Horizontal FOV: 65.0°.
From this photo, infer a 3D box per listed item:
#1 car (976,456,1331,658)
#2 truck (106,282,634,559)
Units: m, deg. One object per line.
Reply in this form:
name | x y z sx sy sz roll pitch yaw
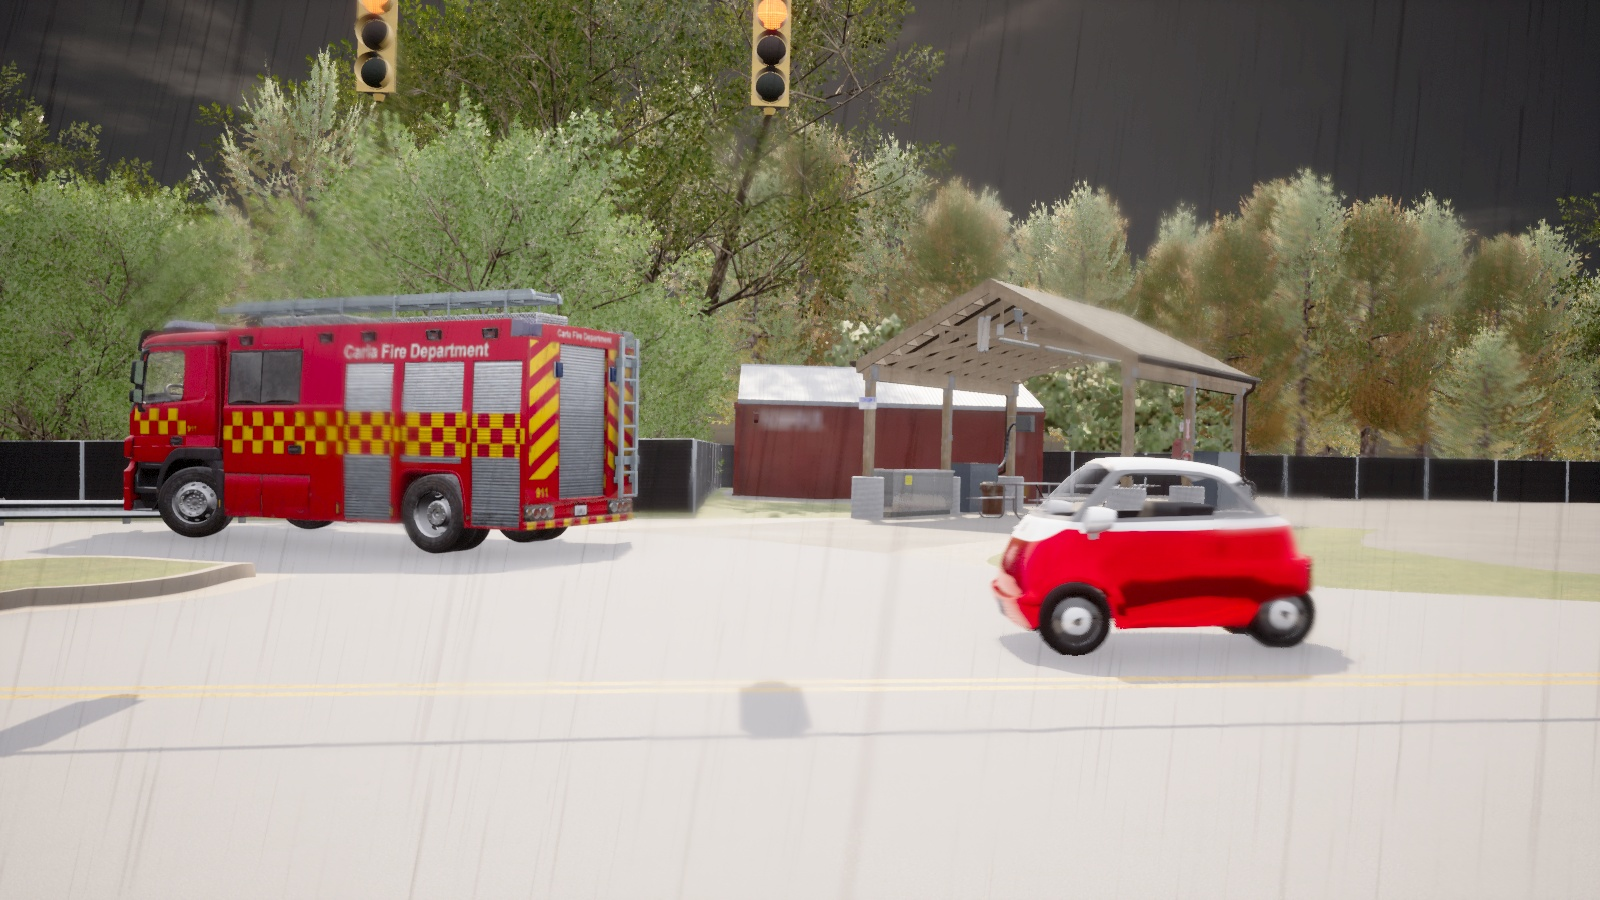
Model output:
car | 2.515 0.735 9.308 2.207 1.376 1.481 0 0 -1
truck | -7.108 -0.474 20.463 8.468 3.827 2.891 1 1 25
